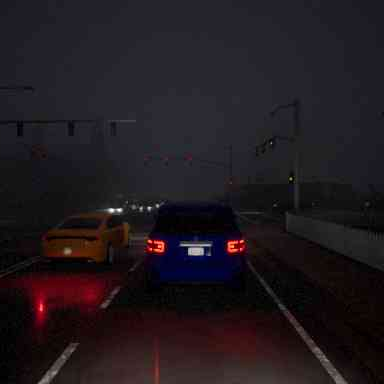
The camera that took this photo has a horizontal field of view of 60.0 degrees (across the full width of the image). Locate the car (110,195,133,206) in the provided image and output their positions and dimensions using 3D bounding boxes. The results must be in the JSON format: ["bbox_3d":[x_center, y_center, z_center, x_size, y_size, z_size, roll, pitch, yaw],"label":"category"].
[{"bbox_3d":[-10.486,1.491,48.200,2.128,1.511,4.902,0,0,0],"label":"car"}]

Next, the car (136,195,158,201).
[{"bbox_3d":[-6.976,1.547,52.198,2.033,1.411,5.357,0,0,0],"label":"car"}]

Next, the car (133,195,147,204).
[{"bbox_3d":[-10.366,1.478,66.680,1.882,1.535,5.008,0,0,1],"label":"car"}]

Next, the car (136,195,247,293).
[{"bbox_3d":[0.083,1.221,8.990,2.150,2.045,5.566,0,0,0],"label":"car"}]

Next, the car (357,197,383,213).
[{"bbox_3d":[20.511,1.352,36.266,4.553,1.767,2.097,0,0,-1],"label":"car"}]

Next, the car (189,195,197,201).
[{"bbox_3d":[0.204,1.540,88.979,2.033,1.411,5.357,0,0,0],"label":"car"}]

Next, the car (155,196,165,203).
[{"bbox_3d":[-6.835,1.524,71.677,1.812,1.442,4.674,0,0,0],"label":"car"}]

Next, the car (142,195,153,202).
[{"bbox_3d":[-10.323,1.524,76.935,1.812,1.442,4.674,0,0,0],"label":"car"}]

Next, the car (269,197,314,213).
[{"bbox_3d":[10.730,1.352,36.046,4.553,1.767,2.097,0,0,-1],"label":"car"}]

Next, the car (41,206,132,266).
[{"bbox_3d":[-3.397,1.478,11.612,1.882,1.535,5.008,0,0,0],"label":"car"}]

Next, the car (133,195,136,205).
[{"bbox_3d":[-10.447,1.352,57.411,2.097,1.767,4.553,0,0,0],"label":"car"}]
